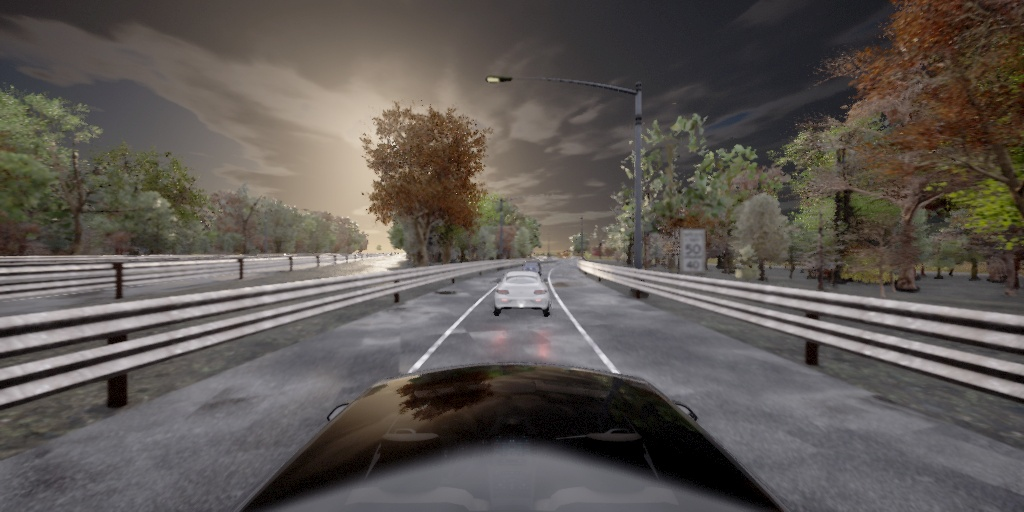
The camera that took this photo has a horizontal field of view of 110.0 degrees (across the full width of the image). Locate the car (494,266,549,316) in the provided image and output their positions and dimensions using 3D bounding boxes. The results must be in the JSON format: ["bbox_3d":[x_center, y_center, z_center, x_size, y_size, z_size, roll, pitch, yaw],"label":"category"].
[{"bbox_3d":[0.373,1.256,13.272,1.812,1.442,4.674,0,0,2],"label":"car"}]

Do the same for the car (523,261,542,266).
[{"bbox_3d":[2.005,1.232,35.521,2.033,1.411,5.357,0,0,6],"label":"car"}]
